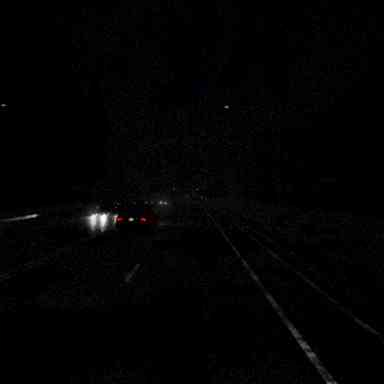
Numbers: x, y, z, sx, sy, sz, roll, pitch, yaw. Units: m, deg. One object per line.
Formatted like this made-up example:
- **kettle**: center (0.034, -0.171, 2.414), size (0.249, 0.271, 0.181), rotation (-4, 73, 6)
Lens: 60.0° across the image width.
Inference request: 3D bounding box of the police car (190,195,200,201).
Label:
- **police car**: center (1.022, 1.525, 86.121), size (1.930, 1.638, 5.238), rotation (0, 0, 0)

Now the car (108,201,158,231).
- **car**: center (-3.142, 1.471, 19.717), size (2.033, 1.411, 5.357), rotation (0, 0, 0)

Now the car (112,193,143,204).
- **car**: center (-6.578, 1.101, 35.586), size (2.150, 2.045, 5.566), rotation (0, 0, 0)

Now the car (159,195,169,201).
- **car**: center (-6.458, 1.392, 76.974), size (2.128, 1.511, 4.902), rotation (0, 0, 0)

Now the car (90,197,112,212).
- **car**: center (-9.822, 1.370, 37.042), size (2.128, 1.511, 4.902), rotation (0, 0, 0)
